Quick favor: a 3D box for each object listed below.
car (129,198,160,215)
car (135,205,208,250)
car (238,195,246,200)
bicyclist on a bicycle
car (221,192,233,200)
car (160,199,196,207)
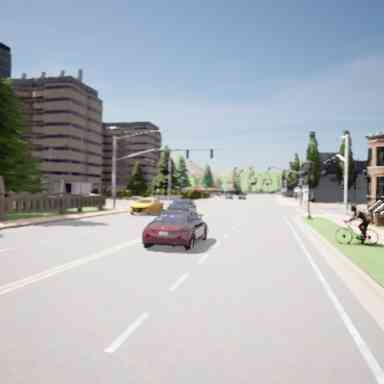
[{"bbox_3d":[-4.057,1.275,30.432,1.882,1.535,5.008,1,0,13],"label":"car"},{"bbox_3d":[-0.590,1.495,14.154,1.994,1.385,4.181,1,0,13],"label":"car"},{"bbox_3d":[13.424,1.515,89.480,1.895,1.301,4.718,1,0,13],"label":"car"},{"bbox_3d":[6.783,1.385,13.676,1.656,1.620,0.582,1,0,13],"label":"bicyclist on a bicycle"},{"bbox_3d":[10.026,1.372,90.310,2.128,1.511,4.902,1,0,13],"label":"car"},{"bbox_3d":[-0.846,1.375,28.833,1.837,1.490,4.892,1,0,14],"label":"car"}]
